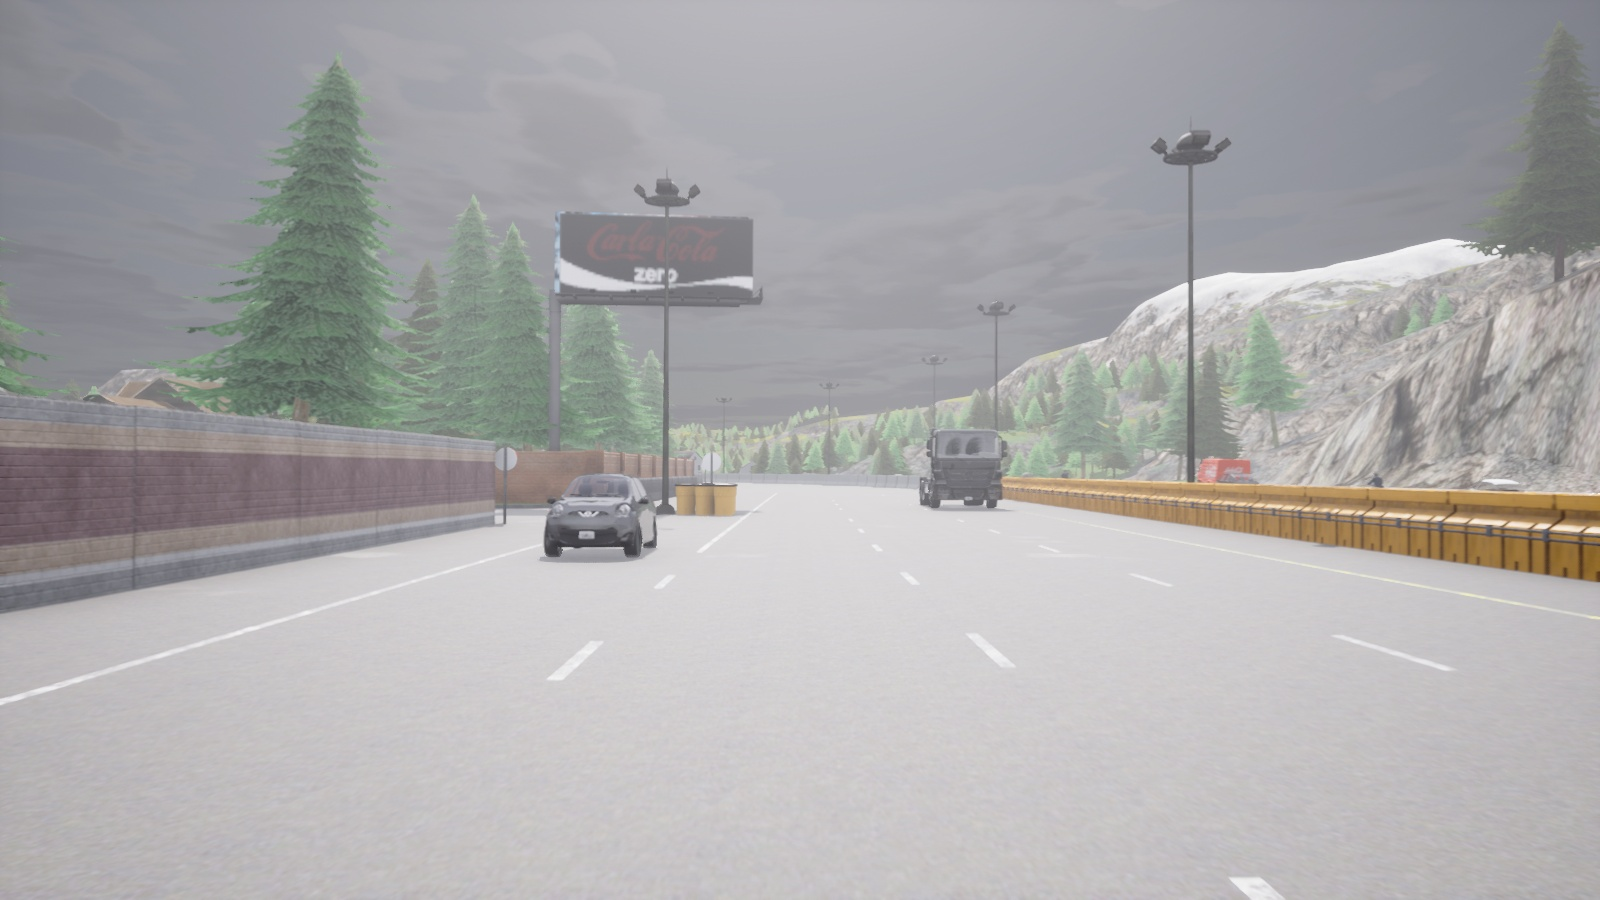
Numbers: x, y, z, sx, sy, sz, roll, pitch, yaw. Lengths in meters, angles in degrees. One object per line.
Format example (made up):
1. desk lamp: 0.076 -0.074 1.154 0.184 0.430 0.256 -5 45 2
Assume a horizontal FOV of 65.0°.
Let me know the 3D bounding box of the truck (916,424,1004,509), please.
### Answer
1. truck: 6.950 0.735 55.617 2.891 3.462 7.936 0 -1 0

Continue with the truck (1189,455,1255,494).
1. truck: 28.093 1.620 83.815 2.627 2.467 5.204 0 -1 0

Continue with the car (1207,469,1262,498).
1. car: 24.525 1.883 71.003 1.789 1.549 3.705 0 -1 0

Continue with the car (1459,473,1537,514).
1. car: 24.405 1.503 43.976 1.481 1.376 2.207 0 0 0

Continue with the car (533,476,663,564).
1. car: -3.668 1.237 23.403 1.845 1.501 3.633 0 -1 0
